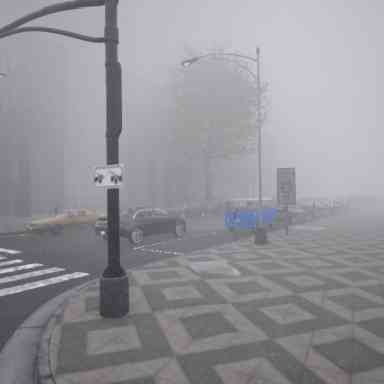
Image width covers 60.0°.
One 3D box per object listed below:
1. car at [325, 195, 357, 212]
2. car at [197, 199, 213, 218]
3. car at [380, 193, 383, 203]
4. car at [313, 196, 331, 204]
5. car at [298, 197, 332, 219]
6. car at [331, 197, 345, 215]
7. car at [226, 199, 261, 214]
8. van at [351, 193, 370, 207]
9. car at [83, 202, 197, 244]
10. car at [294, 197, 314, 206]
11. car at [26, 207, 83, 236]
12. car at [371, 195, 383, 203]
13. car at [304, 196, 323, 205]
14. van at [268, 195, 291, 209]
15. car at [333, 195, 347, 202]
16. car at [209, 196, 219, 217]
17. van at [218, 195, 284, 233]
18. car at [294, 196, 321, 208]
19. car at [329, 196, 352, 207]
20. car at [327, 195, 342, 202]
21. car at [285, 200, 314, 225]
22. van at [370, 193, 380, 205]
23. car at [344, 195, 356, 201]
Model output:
[{"bbox_3d":[16.022,1.364,35.973,2.008,1.369,4.403,-1,0,36],"label":"car"},{"bbox_3d":[-0.517,1.552,27.584,1.887,1.381,4.507,-1,0,36],"label":"car"},{"bbox_3d":[31.932,1.275,58.079,1.752,1.417,4.829,-1,-1,36],"label":"car"},{"bbox_3d":[24.200,1.454,61.926,2.008,1.369,4.403,-1,-1,36],"label":"car"},{"bbox_3d":[9.698,1.386,27.185,1.887,1.381,4.507,-1,0,36],"label":"car"},{"bbox_3d":[12.861,1.409,31.579,1.802,1.307,4.206,-1,0,36],"label":"car"},{"bbox_3d":[5.662,1.529,36.170,2.008,1.369,4.403,-1,0,36],"label":"car"},{"bbox_3d":[22.344,1.128,44.761,1.690,1.788,3.998,-1,0,36],"label":"van"},{"bbox_3d":[-2.186,1.429,15.408,2.128,1.511,4.902,-1,-1,36],"label":"car"},{"bbox_3d":[18.020,1.492,53.340,1.947,1.339,4.313,-1,0,36],"label":"car"},{"bbox_3d":[-6.802,1.564,18.862,1.752,1.417,4.829,-1,0,36],"label":"car"},{"bbox_3d":[34.996,1.304,62.334,1.947,1.339,4.313,-1,-1,36],"label":"car"},{"bbox_3d":[21.011,1.440,57.495,1.752,1.417,4.829,-1,-1,36],"label":"car"},{"bbox_3d":[11.838,1.293,44.756,1.690,1.788,3.998,-1,0,36],"label":"van"},{"bbox_3d":[33.147,1.416,74.357,1.887,1.381,4.507,-1,-1,36],"label":"car"},{"bbox_3d":[2.569,1.307,31.878,2.192,1.841,5.009,-1,0,36],"label":"car"},{"bbox_3d":[3.371,1.213,18.400,1.690,1.788,3.998,-1,0,36],"label":"van"},{"bbox_3d":[15.942,1.387,45.730,2.128,1.511,4.902,-1,-1,36],"label":"car"},{"bbox_3d":[21.784,1.376,48.710,2.033,1.411,5.357,-1,-1,36],"label":"car"},{"bbox_3d":[29.967,1.433,69.939,2.008,1.369,4.403,-1,-1,36],"label":"car"},{"bbox_3d":[6.536,1.422,22.792,1.947,1.339,4.313,-1,0,36],"label":"car"},{"bbox_3d":[28.668,1.103,53.549,1.690,1.788,3.998,-1,-1,36],"label":"van"},{"bbox_3d":[39.508,1.402,83.195,2.008,1.369,4.403,-1,-1,36],"label":"car"}]
